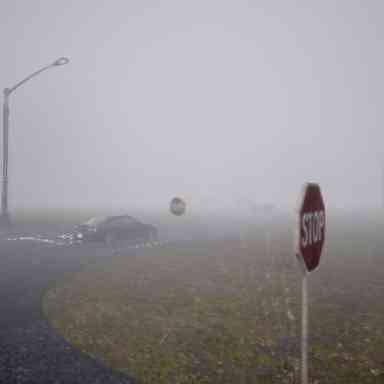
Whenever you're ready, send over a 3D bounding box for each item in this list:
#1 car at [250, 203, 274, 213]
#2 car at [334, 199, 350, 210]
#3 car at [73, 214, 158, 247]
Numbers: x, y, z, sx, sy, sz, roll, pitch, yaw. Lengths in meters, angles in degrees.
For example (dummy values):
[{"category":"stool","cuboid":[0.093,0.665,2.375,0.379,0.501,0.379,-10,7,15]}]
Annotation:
[{"category":"car","cuboid":[10.238,2.298,48.344,1.895,1.301,4.718,0,0,36]},{"category":"car","cuboid":[26.322,2.416,58.605,1.812,1.442,4.674,0,-1,36]},{"category":"car","cuboid":[-3.781,1.855,17.080,1.812,1.442,4.674,0,-1,36]}]
